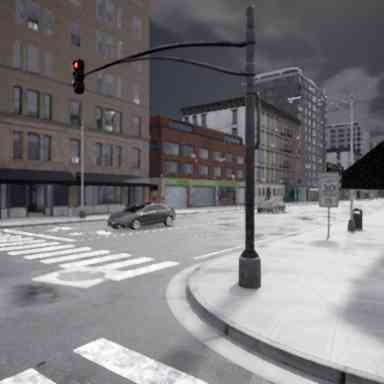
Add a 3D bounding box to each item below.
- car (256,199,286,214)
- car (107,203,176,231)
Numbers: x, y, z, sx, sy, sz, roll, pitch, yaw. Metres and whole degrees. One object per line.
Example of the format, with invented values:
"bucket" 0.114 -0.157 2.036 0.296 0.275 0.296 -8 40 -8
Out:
"car" 8.785 1.588 36.530 1.837 1.490 4.892 0 0 37
"car" -2.993 1.448 20.560 1.837 1.490 4.892 0 1 36
